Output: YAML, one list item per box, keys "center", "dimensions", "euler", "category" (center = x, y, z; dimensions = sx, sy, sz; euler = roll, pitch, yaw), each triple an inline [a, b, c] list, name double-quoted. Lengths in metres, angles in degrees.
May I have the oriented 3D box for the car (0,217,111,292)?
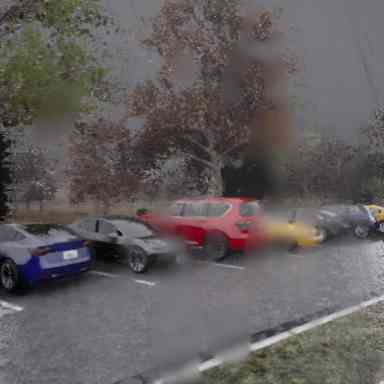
- center: [-4.741, 1.535, 9.043]
  dimensions: [4.792, 1.488, 2.163]
  euler: [-1, -1, 34]
  category: "car"

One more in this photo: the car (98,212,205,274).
- center: [-2.268, 1.534, 10.746]
  dimensions: [4.792, 1.488, 2.163]
  euler: [-1, -1, 34]
  category: "car"

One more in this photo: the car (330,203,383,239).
- center: [7.364, 1.379, 17.702]
  dimensions: [4.553, 1.767, 2.185]
  euler: [-1, -1, 34]
  category: "car"

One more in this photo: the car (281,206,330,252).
- center: [2.694, 1.500, 14.127]
  dimensions: [5.366, 1.575, 1.946]
  euler: [-1, -1, 34]
  category: "car"

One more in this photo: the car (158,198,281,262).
- center: [0.098, 1.254, 12.507]
  dimensions: [5.566, 2.045, 2.435]
  euler: [-1, -1, 34]
  category: "car"

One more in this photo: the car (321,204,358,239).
- center: [4.946, 1.506, 15.964]
  dimensions: [4.892, 1.521, 2.231]
  euler: [-1, 0, 34]
  category: "car"
